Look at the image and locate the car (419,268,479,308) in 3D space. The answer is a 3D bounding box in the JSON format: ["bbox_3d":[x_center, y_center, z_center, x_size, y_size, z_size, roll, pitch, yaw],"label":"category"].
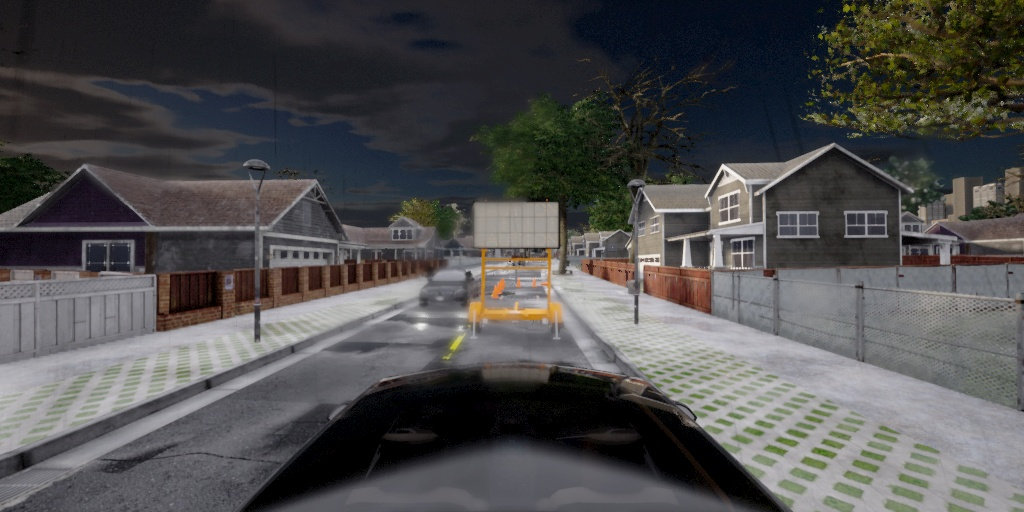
[{"bbox_3d":[-2.512,1.267,15.260,1.812,1.442,4.674,0,0,2],"label":"car"}]

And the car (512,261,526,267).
[{"bbox_3d":[1.239,1.129,61.064,1.994,1.385,4.181,0,0,6],"label":"car"}]

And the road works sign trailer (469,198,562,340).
[{"bbox_3d":[0.126,0.211,10.022,2.380,3.560,2.880,0,0,2],"label":"road works sign trailer"}]
